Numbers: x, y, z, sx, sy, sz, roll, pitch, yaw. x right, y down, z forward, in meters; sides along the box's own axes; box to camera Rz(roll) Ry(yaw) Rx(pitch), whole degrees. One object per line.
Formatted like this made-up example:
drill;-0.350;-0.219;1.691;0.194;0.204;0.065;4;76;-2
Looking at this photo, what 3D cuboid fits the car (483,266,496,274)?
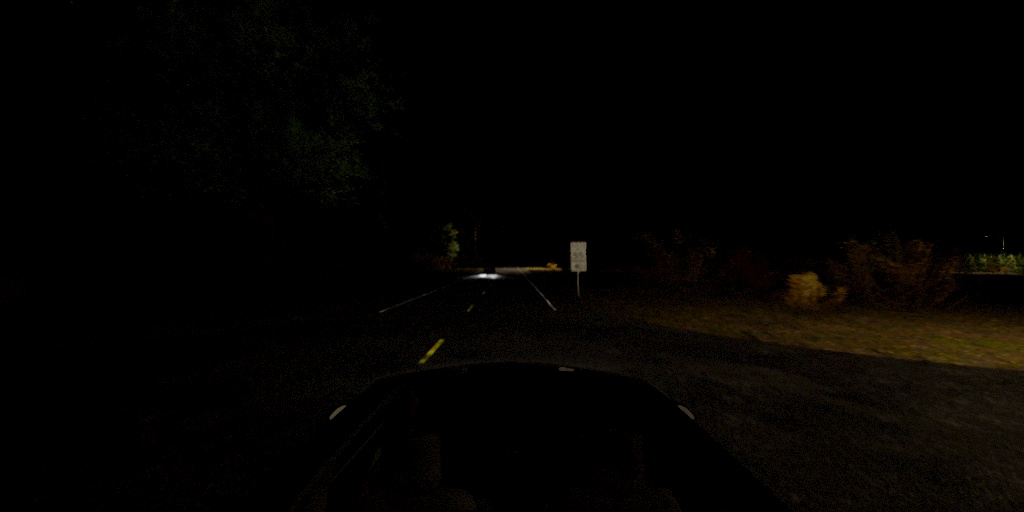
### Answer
car;-3.524;2.135;55.986;1.895;1.301;4.718;-1;-1;0
